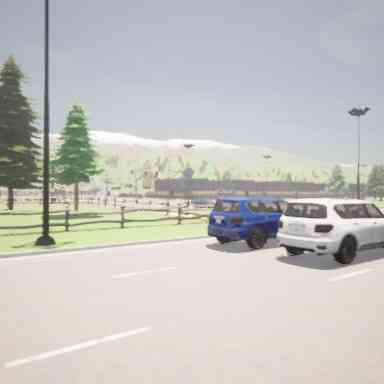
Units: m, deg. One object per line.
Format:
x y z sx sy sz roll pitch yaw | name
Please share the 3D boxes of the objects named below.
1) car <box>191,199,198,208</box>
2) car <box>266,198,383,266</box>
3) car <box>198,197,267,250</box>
1.943 1.655 49.758 2.033 1.411 5.357 0 0 -35 | car
5.492 1.262 11.998 5.566 2.045 2.150 0 0 -35 | car
3.236 1.260 14.680 5.566 2.045 2.150 0 0 -35 | car
